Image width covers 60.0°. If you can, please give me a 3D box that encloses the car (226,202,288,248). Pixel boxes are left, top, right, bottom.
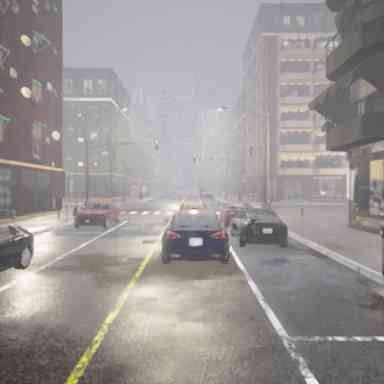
[{"bbox_3d":[2.571,1.323,13.398,1.947,1.339,4.313,1,1,0],"label":"car"}]

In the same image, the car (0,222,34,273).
[{"bbox_3d":[-5.275,1.410,7.698,2.008,1.369,4.403,1,1,0],"label":"car"}]

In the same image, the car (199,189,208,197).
[{"bbox_3d":[2.562,0.143,74.183,1.967,1.590,4.097,1,1,0],"label":"car"}]

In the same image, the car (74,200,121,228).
[{"bbox_3d":[-5.277,1.202,19.038,1.887,1.381,4.507,1,1,0],"label":"car"}]

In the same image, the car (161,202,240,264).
[{"bbox_3d":[0.100,1.303,11.054,2.163,1.488,4.792,0,1,0],"label":"car"}]

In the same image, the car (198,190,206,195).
[{"bbox_3d":[2.558,0.078,85.563,1.947,1.339,4.313,1,1,0],"label":"car"}]

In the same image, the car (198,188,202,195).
[{"bbox_3d":[2.596,0.138,67.058,2.192,1.841,5.009,1,1,0],"label":"car"}]

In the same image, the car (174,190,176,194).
[{"bbox_3d":[-5.323,-0.037,91.238,1.887,1.381,4.507,1,1,0],"label":"car"}]

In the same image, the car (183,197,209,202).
[{"bbox_3d":[0.091,1.214,21.503,1.895,1.301,4.718,0,1,0],"label":"car"}]

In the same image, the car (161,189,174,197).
[{"bbox_3d":[-5.335,0.350,68.483,2.008,1.369,4.403,1,1,0],"label":"car"}]

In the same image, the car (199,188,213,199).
[{"bbox_3d":[2.693,0.537,57.118,1.887,1.381,4.507,1,1,0],"label":"car"}]
